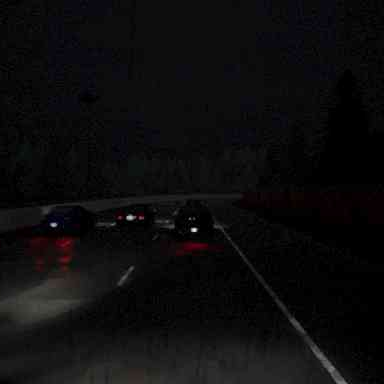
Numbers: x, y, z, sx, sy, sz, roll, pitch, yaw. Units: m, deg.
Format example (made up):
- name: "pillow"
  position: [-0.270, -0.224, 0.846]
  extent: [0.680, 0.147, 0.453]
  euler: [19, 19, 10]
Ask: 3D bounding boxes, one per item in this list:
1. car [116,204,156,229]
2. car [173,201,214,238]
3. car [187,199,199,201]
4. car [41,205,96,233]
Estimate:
- name: "car"
  position: [-3.399, 1.477, 20.967]
  extent: [2.033, 1.411, 5.357]
  euler: [0, 0, 0]
- name: "car"
  position: [0.100, 1.446, 17.317]
  extent: [1.837, 1.490, 4.892]
  euler: [0, 0, 0]
- name: "car"
  position: [0.101, 1.427, 35.860]
  extent: [2.033, 1.411, 5.357]
  euler: [0, 0, 0]
- name: "car"
  position: [-6.912, 1.462, 18.917]
  extent: [1.812, 1.442, 4.674]
  euler: [0, 0, 0]
